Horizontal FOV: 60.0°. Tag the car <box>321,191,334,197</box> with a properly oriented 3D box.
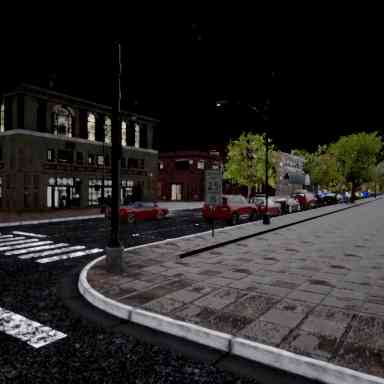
[{"bbox_3d":[33.340,0.436,81.765,2.008,1.369,4.403,1,2,34],"label":"car"}]

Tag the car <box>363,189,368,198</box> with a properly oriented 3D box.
[{"bbox_3d":[34.080,0.622,68.033,1.752,1.417,4.829,1,2,34],"label":"car"}]

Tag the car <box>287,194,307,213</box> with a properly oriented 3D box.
[{"bbox_3d":[8.890,1.195,31.336,2.008,1.369,4.403,1,2,34],"label":"car"}]

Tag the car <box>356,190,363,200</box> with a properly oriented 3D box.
[{"bbox_3d":[30.846,0.750,63.325,1.802,1.307,4.206,1,2,34],"label":"car"}]

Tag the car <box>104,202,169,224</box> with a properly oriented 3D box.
[{"bbox_3d":[-3.776,1.361,23.134,1.895,1.301,4.718,1,1,34],"label":"car"}]

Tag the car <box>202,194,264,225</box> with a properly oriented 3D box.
[{"bbox_3d":[2.618,1.093,22.191,2.192,1.841,5.009,1,1,34],"label":"car"}]

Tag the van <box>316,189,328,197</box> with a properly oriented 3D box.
[{"bbox_3d":[30.206,0.296,77.190,1.690,1.788,3.998,1,2,34],"label":"van"}]

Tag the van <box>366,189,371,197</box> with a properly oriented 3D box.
[{"bbox_3d":[40.260,0.301,77.029,1.690,1.788,3.998,1,2,34],"label":"van"}]

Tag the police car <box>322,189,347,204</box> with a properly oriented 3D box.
[{"bbox_3d":[19.769,0.847,46.415,1.930,1.638,5.238,1,1,34],"label":"police car"}]

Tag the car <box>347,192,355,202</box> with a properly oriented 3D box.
[{"bbox_3d":[23.634,0.690,52.083,2.097,1.767,4.553,1,1,34],"label":"car"}]

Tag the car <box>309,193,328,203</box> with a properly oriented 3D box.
[{"bbox_3d":[19.923,0.860,52.179,1.812,1.442,4.674,1,1,34],"label":"car"}]

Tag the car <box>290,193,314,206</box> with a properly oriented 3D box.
[{"bbox_3d":[14.920,0.970,44.790,1.812,1.442,4.674,1,1,35],"label":"car"}]

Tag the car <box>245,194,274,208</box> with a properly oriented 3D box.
[{"bbox_3d":[8.315,1.029,40.714,1.812,1.442,4.674,1,1,35],"label":"car"}]

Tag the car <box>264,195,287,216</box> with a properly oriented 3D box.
[{"bbox_3d":[5.754,1.151,26.763,1.967,1.590,4.097,1,1,34],"label":"car"}]

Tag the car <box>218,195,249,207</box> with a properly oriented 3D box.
[{"bbox_3d":[5.110,1.069,40.638,1.947,1.339,4.313,1,2,34],"label":"car"}]

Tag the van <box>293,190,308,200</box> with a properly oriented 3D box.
[{"bbox_3d":[20.796,0.504,63.481,1.690,1.788,3.998,1,2,34],"label":"van"}]

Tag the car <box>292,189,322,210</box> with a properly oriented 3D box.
[{"bbox_3d":[12.029,0.892,35.901,2.192,1.841,5.009,1,2,34],"label":"car"}]
